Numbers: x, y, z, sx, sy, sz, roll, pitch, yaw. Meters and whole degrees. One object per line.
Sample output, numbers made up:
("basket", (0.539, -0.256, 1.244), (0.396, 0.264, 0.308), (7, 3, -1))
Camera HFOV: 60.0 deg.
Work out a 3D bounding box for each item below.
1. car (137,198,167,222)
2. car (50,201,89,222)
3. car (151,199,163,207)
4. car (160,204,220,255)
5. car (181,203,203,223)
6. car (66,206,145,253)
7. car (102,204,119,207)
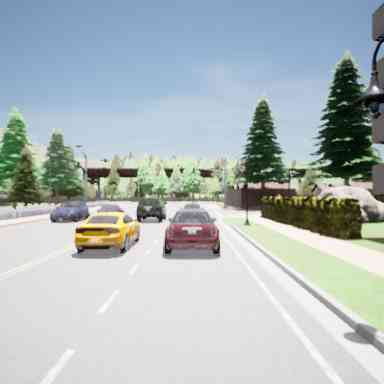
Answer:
("car", (-3.488, 1.491, 29.028), (2.150, 2.045, 5.566), (0, 0, 0))
("car", (-10.492, 1.621, 28.800), (2.097, 1.767, 4.553), (0, 0, 0))
("car", (-6.985, 2.188, 66.836), (1.994, 1.385, 4.181), (0, 0, 0))
("car", (0.007, 1.484, 14.083), (2.097, 1.767, 4.553), (0, -1, 0))
("car", (0.015, 1.784, 29.314), (1.837, 1.490, 4.892), (0, 0, 0))
("car", (-3.490, 1.615, 14.480), (1.882, 1.535, 5.008), (0, 0, 0))
("car", (-6.994, 1.796, 28.497), (1.812, 1.442, 4.674), (0, -1, 0))
